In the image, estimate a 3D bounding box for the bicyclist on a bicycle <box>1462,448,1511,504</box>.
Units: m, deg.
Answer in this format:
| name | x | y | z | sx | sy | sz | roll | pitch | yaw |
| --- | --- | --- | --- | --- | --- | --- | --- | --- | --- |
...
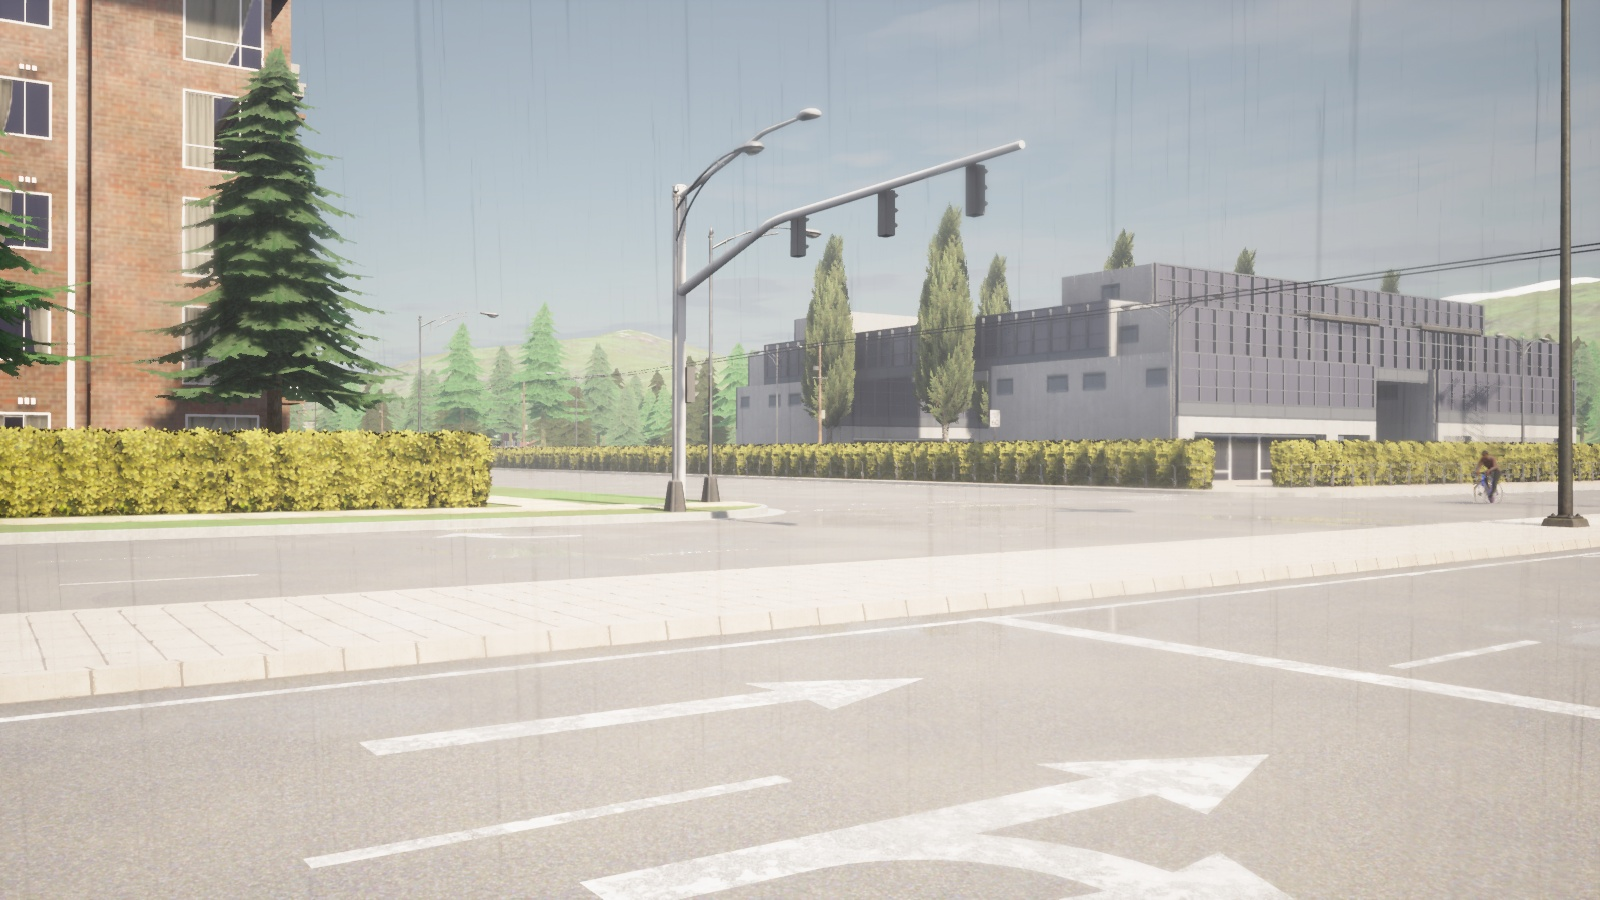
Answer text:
| name | x | y | z | sx | sy | sz | roll | pitch | yaw |
| --- | --- | --- | --- | --- | --- | --- | --- | --- | --- |
| bicyclist on a bicycle | 20.397 | 0.746 | 37.279 | 1.656 | 1.620 | 0.582 | -1 | 0 | -35 |
